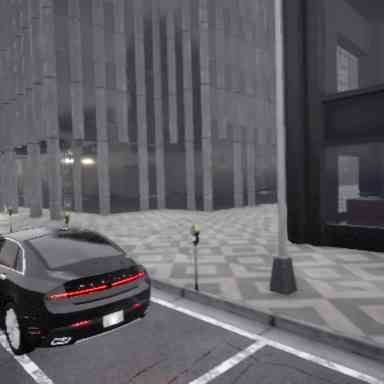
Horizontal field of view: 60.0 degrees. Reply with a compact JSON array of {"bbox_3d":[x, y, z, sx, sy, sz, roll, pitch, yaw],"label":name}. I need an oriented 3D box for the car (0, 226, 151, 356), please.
[{"bbox_3d":[-2.724,1.398,6.038,1.837,1.490,4.892,-3,2,-44],"label":"car"}]
